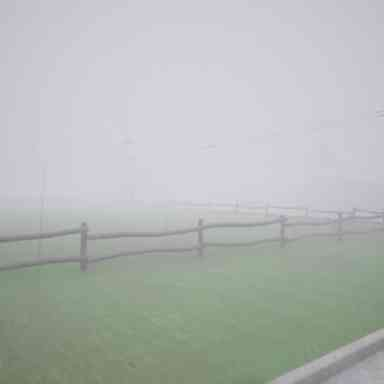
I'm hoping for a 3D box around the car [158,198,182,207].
[{"bbox_3d":[-4.169,1.867,58.004,1.812,1.442,4.674,1,-1,-36],"label":"car"}]

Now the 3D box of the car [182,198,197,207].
[{"bbox_3d":[-1.144,1.858,59.792,1.882,1.535,5.008,1,-1,-36],"label":"car"}]

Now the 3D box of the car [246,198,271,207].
[{"bbox_3d":[11.930,1.851,59.616,2.097,1.767,4.553,1,-1,-36],"label":"car"}]
